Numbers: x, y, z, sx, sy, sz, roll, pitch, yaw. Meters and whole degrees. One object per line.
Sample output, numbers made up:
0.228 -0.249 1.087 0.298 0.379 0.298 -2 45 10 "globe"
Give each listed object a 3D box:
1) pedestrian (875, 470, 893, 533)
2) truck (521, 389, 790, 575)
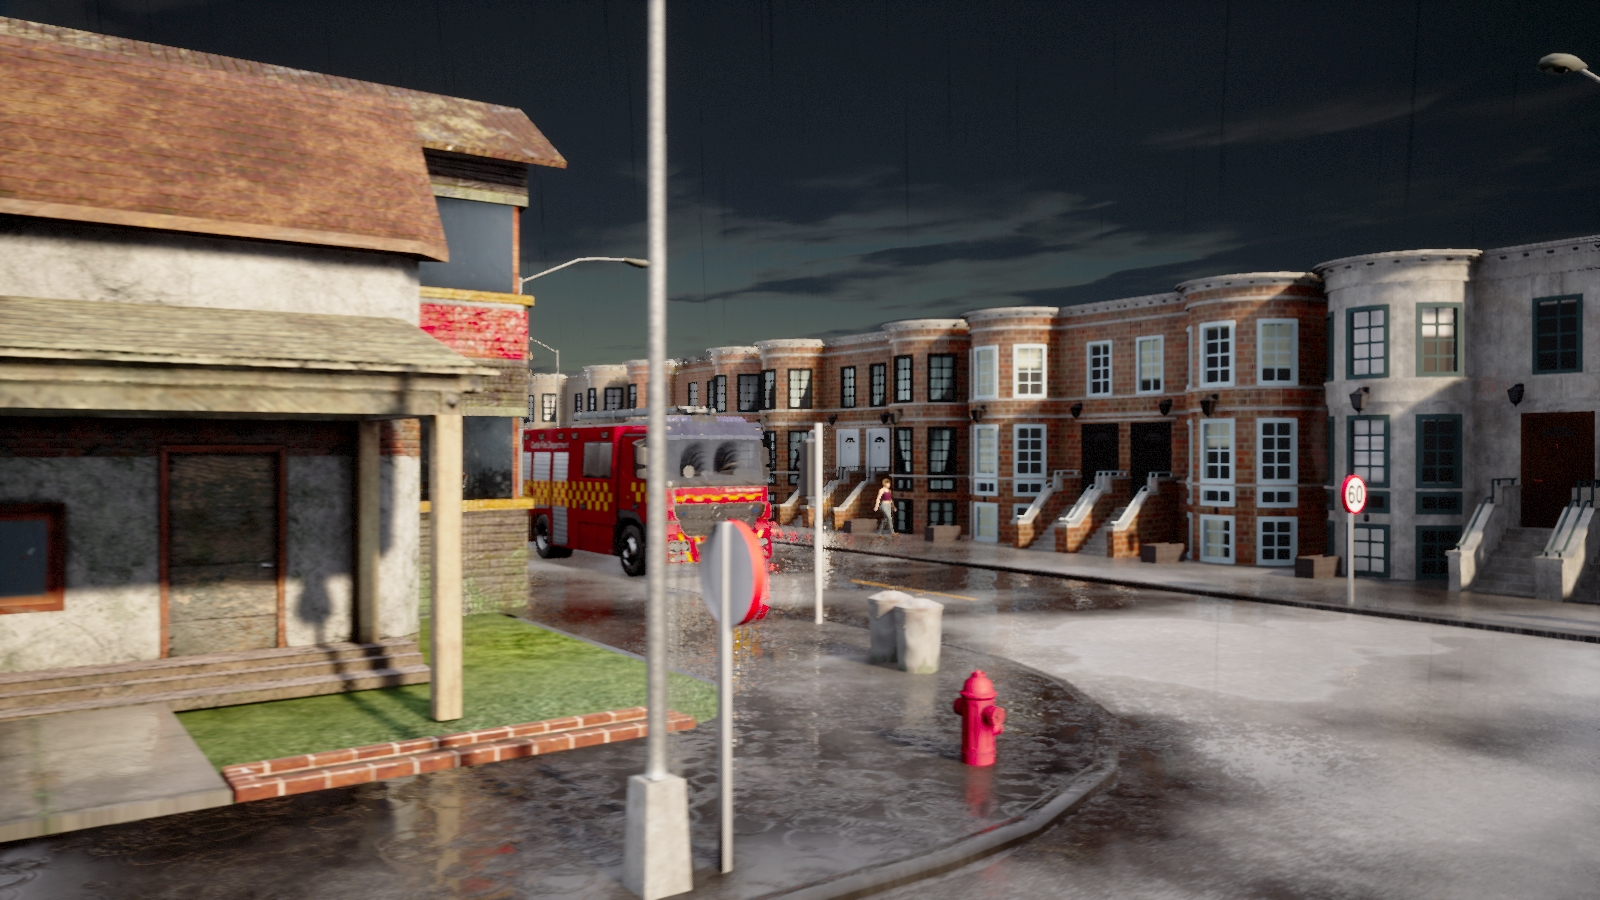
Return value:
2.513 1.523 34.177 0.375 1.860 0.375 0 0 -43 "pedestrian"
-3.831 0.671 27.809 2.891 3.827 8.468 0 0 -35 "truck"
